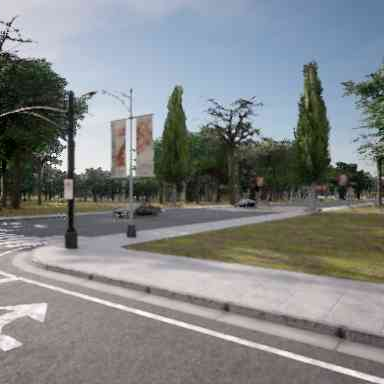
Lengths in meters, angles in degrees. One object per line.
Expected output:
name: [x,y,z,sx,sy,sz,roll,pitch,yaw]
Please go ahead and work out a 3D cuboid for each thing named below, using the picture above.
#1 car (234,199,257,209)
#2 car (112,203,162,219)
car: [8.259,1.849,51.264,1.882,1.535,5.008,0,-1,36]
car: [-5.162,1.768,32.219,2.033,1.411,5.357,0,0,35]
